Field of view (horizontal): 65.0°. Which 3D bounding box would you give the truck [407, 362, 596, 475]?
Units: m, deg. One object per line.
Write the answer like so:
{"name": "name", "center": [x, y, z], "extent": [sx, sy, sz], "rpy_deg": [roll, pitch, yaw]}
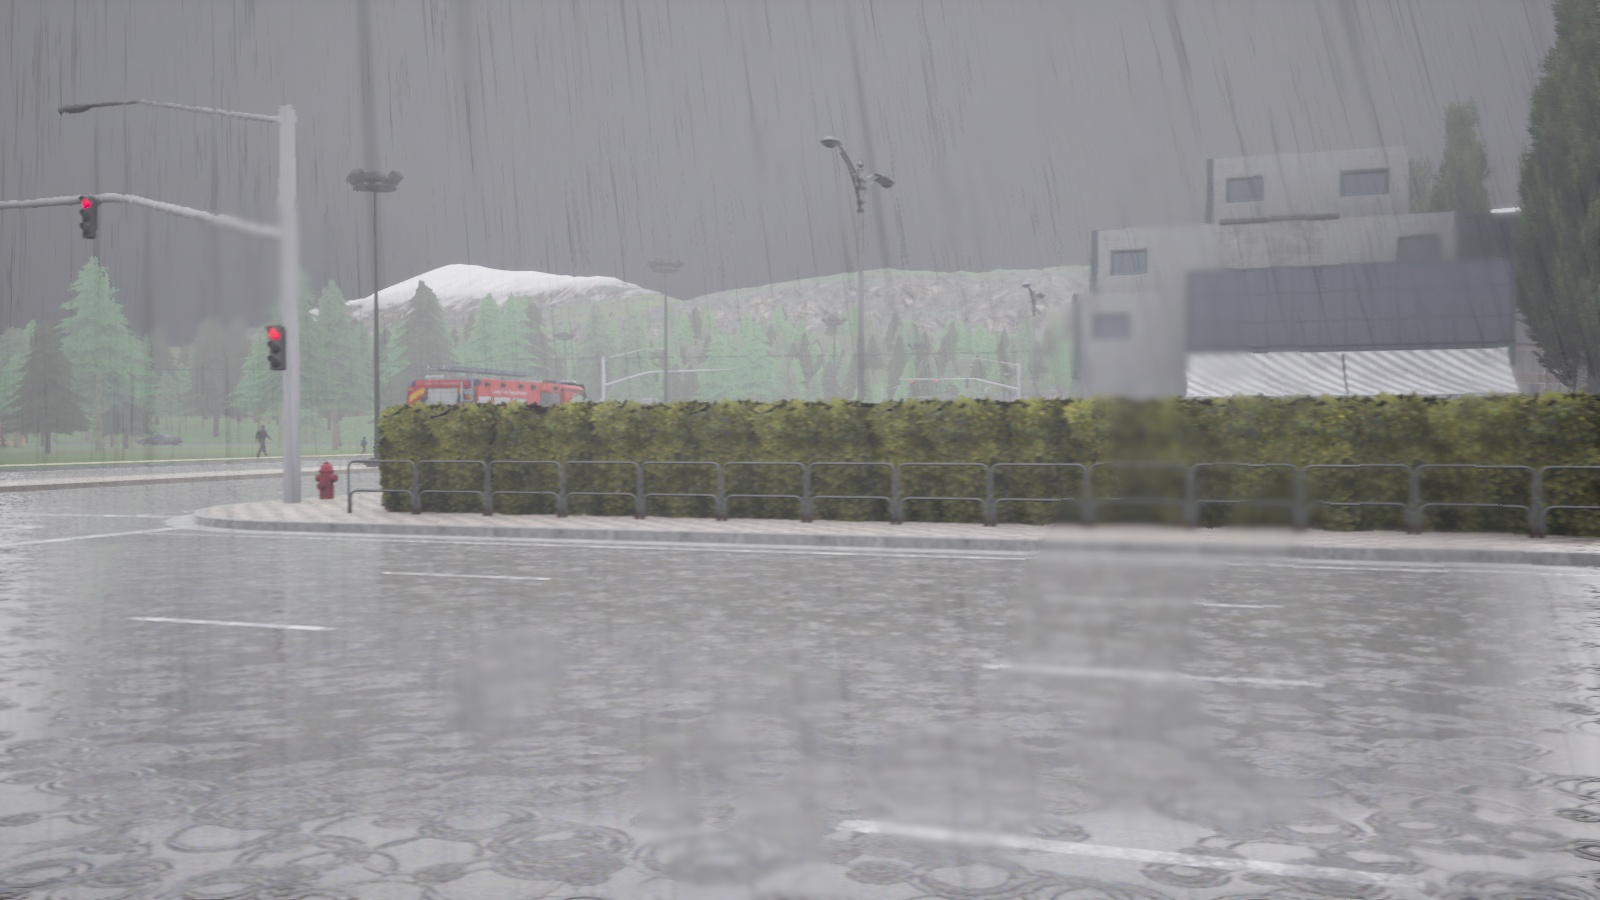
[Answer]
{"name": "truck", "center": [-10.846, -1.128, 46.814], "extent": [2.891, 3.827, 8.468], "rpy_deg": [1, 1, 18]}

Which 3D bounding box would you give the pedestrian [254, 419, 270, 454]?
{"name": "pedestrian", "center": [-29.284, -0.737, 68.349], "extent": [0.376, 1.854, 0.720], "rpy_deg": [1, 1, 18]}
